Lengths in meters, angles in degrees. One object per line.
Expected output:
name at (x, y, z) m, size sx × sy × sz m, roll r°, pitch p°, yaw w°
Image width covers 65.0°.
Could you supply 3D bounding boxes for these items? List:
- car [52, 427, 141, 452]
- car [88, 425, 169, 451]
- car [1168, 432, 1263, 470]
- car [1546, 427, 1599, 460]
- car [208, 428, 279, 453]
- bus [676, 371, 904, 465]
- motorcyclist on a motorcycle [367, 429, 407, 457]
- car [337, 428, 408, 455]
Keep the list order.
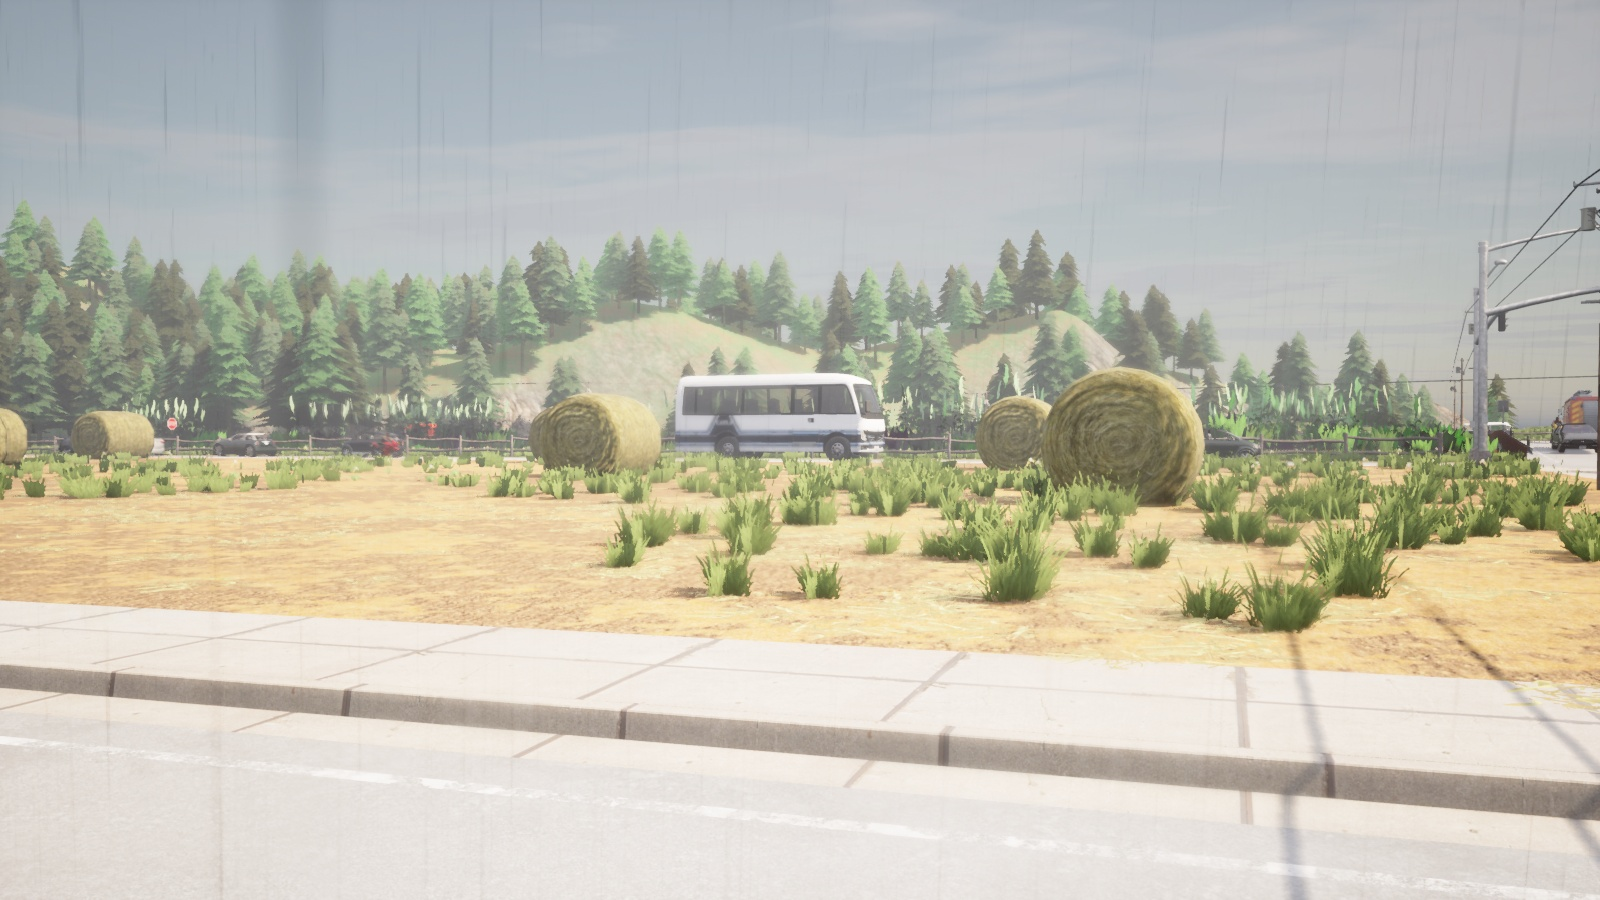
car at (-43.924, -0.647, 78.466) m, size 4.902 × 1.511 × 2.128 m, roll 1°, pitch 1°, yaw 19°
car at (-44.005, -0.820, 82.318) m, size 4.611 × 1.667 × 2.242 m, roll 1°, pitch 1°, yaw 22°
car at (17.590, 0.013, 53.122) m, size 3.705 × 1.549 × 1.789 m, roll 1°, pitch 1°, yaw 23°
car at (39.484, -0.369, 63.938) m, size 2.033 × 1.411 × 5.357 m, roll 1°, pitch 4°, yaw 25°
car at (-34.760, -0.604, 78.505) m, size 3.806 × 1.475 × 1.970 m, roll 1°, pitch 1°, yaw 22°
bus at (-0.484, -1.530, 60.558) m, size 10.273 × 4.253 × 3.944 m, roll 1°, pitch 1°, yaw 22°
motorcyclist on a motorcycle at (-22.972, -0.404, 69.856) m, size 2.044 × 1.523 × 0.797 m, roll 1°, pitch 1°, yaw 22°
car at (-25.415, -0.494, 74.650) m, size 3.705 × 1.549 × 1.789 m, roll 1°, pitch 1°, yaw 22°
